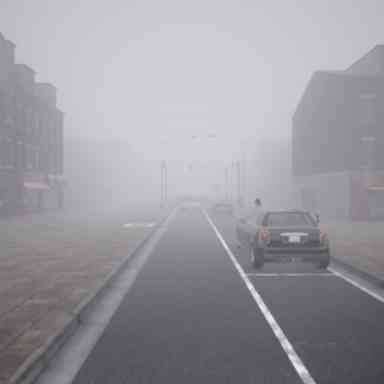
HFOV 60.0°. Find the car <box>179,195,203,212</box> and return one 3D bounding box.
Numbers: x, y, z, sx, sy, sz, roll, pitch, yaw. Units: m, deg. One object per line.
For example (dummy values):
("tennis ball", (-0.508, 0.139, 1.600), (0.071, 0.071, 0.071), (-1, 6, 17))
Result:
("car", (-0.093, 1.273, 34.098), (1.895, 1.301, 4.718), (0, 0, 0))

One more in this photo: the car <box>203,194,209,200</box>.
("car", (2.475, 1.221, 34.349), (2.008, 1.369, 4.403), (0, 0, 0))

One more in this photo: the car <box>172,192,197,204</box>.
("car", (-1.323, 1.066, 46.971), (1.837, 1.490, 4.892), (1, 0, -19))

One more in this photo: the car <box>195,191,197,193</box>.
("car", (2.250, 0.900, 80.417), (1.947, 1.339, 4.313), (0, 0, 0))

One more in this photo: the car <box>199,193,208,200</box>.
("car", (2.305, 0.929, 69.228), (1.752, 1.417, 4.829), (0, 0, 0))

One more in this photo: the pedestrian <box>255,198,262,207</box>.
("pedestrian", (2.684, 1.154, 13.724), (0.375, 1.860, 0.375), (0, 0, 0))

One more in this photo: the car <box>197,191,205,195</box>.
("car", (2.334, 0.988, 63.379), (1.887, 1.381, 4.507), (0, 0, 0))

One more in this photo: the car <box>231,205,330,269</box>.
("car", (2.698, 1.239, 10.914), (2.097, 1.767, 4.553), (0, 1, 0))

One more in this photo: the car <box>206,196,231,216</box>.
("car", (2.502, 1.286, 28.674), (1.947, 1.339, 4.313), (0, 1, 0))
